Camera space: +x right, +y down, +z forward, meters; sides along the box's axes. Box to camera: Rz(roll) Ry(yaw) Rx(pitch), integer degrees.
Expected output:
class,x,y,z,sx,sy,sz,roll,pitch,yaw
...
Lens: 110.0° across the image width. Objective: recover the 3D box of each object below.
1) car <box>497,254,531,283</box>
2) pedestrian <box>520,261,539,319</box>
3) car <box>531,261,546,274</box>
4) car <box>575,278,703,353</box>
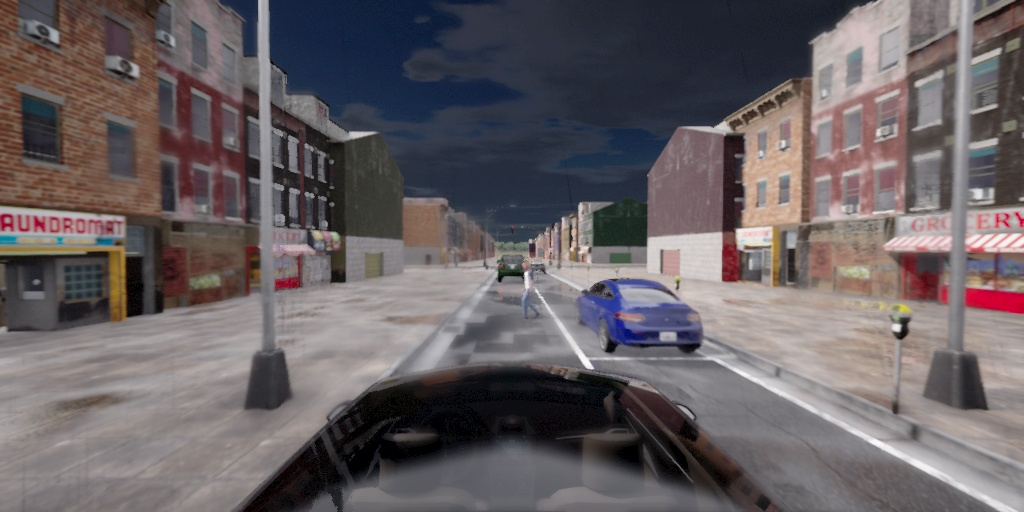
class,x,y,z,sx,sy,sz,roll,pitch,yaw
car,0.046,0.850,27.015,2.150,2.045,5.566,0,0,0
pedestrian,0.512,0.998,11.038,0.375,1.860,0.375,-1,2,-10
car,2.632,1.133,37.428,2.007,1.370,4.403,0,0,0
car,2.749,1.242,8.614,1.812,1.442,4.674,0,0,0
